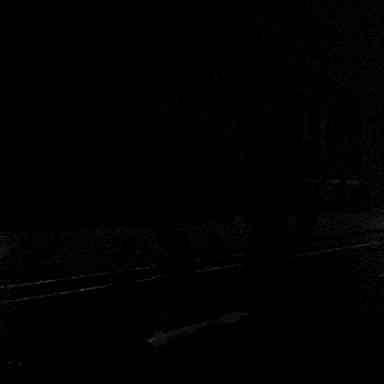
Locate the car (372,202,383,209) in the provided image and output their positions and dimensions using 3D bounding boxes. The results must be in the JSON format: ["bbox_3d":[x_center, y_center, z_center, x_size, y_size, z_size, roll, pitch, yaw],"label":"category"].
[{"bbox_3d":[38.832,2.740,69.183,1.802,1.307,4.206,-1,0,-35],"label":"car"}]
